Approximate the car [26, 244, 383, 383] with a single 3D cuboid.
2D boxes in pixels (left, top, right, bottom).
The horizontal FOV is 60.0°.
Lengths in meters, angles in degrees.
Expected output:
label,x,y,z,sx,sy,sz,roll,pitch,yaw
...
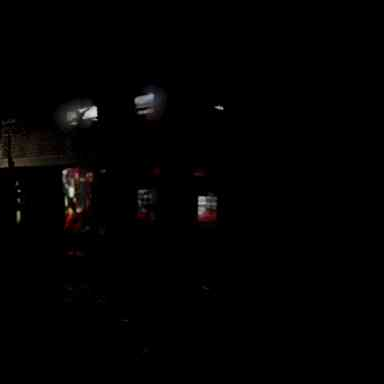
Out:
label,x,y,z,sx,sy,sz,roll,pitch,yaw
car,1.019,1.313,2.131,5.009,1.841,2.192,1,1,36
